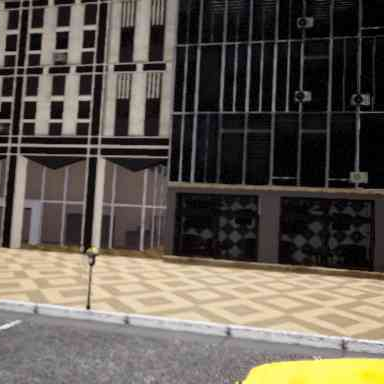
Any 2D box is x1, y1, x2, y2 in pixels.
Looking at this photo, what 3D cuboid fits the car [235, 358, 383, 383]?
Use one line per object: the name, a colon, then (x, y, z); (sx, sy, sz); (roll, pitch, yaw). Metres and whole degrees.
car: (2.828, 1.741, 2.175); (5.366, 1.575, 1.801); (2, -3, 11)
